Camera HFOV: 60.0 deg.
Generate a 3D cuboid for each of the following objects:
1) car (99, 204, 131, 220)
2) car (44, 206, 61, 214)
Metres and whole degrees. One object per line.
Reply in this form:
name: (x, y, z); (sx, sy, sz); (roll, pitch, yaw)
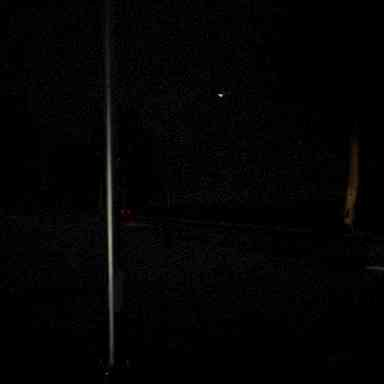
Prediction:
car: (-8.414, 2.127, 35.942); (2.097, 1.767, 4.553); (-1, -1, -36)
car: (-24.540, 3.112, 58.450); (1.994, 1.385, 4.181); (-1, -1, -37)
